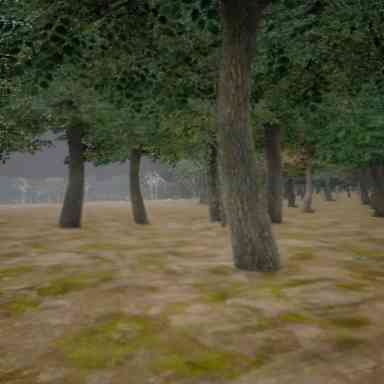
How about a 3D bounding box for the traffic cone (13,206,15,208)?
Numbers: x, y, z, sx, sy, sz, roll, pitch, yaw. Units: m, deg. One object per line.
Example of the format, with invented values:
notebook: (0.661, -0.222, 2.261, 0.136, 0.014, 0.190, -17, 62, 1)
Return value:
traffic cone: (-41.326, 3.346, 77.152, 0.340, 0.580, 0.340, -3, -1, 32)
